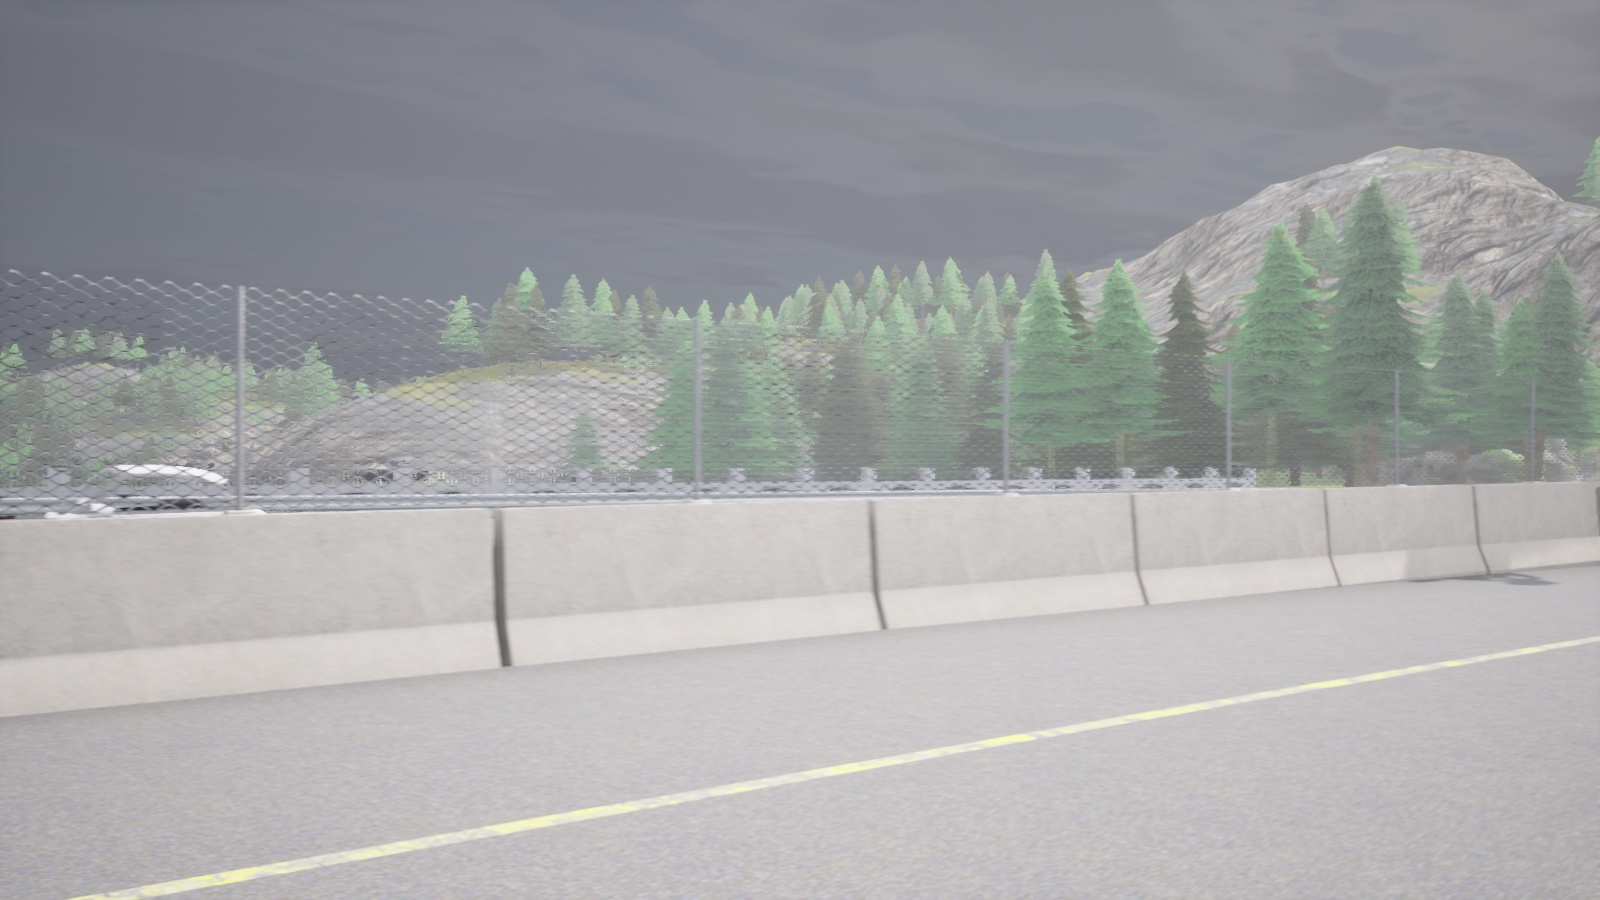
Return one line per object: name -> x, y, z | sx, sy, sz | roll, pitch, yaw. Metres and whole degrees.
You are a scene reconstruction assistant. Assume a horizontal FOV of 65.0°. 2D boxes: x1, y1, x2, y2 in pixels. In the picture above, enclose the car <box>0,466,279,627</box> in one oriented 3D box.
car -> -6.335, 0.843, 12.043 | 2.207, 1.376, 1.481 | 0, 0, -35
